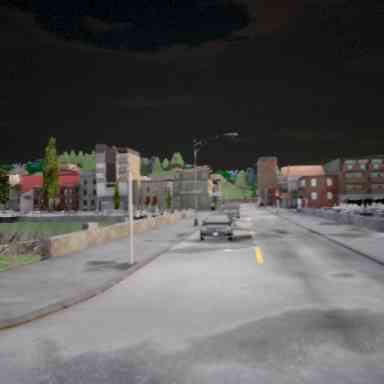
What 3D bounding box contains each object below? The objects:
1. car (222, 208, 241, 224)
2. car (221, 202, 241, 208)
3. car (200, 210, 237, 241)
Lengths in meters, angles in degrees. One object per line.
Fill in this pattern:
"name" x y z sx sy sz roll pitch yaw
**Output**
"car" 3.154 2.375 30.117 1.895 1.301 4.718 -1 -2 9
"car" 4.782 2.244 40.287 2.150 2.045 5.566 -1 -2 9
"car" 1.630 2.062 20.371 1.812 1.442 4.674 -1 -2 9
